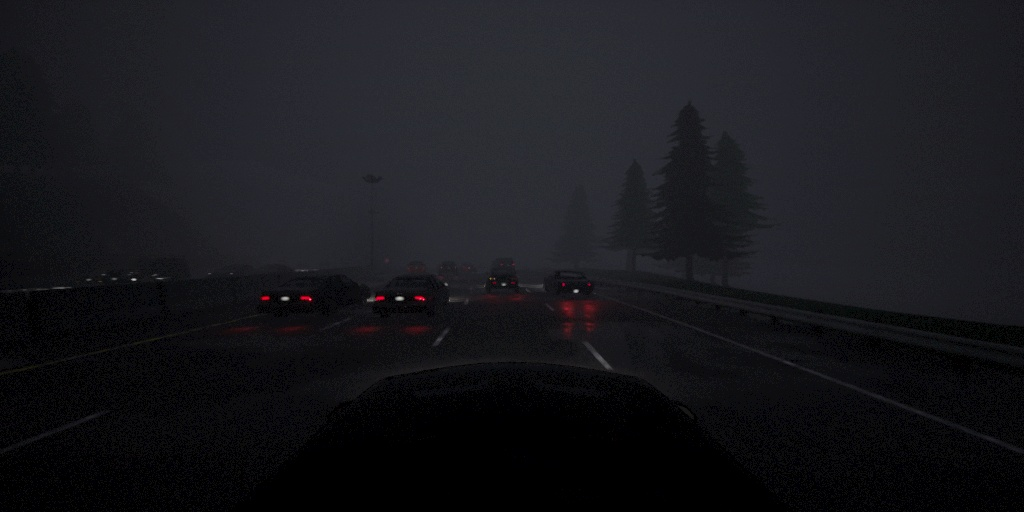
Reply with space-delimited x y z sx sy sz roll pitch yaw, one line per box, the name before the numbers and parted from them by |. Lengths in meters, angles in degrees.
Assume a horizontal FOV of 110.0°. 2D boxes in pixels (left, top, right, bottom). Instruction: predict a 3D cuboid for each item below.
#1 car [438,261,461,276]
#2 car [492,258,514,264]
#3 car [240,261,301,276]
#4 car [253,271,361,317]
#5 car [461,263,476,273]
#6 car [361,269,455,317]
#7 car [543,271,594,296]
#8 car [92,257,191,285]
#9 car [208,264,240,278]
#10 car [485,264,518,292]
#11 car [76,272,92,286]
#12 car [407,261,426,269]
car | -7.634 1.363 42.456 2.097 1.767 4.553 0 0 -14
car | -1.250 1.260 46.543 2.150 2.045 5.566 1 0 -15
car | -19.577 1.405 29.380 1.882 1.535 5.008 0 -1 -9
car | -7.071 1.373 13.480 2.033 1.411 5.357 0 0 -3
car | -6.462 1.633 51.360 1.994 1.385 4.181 0 0 -17
car | -3.570 1.373 13.497 2.033 1.411 5.357 0 0 -3
car | 3.001 1.469 20.094 1.895 1.301 4.718 0 0 -5
car | -26.094 1.124 25.902 2.150 2.045 5.566 0 0 -8
car | -23.244 1.437 30.127 1.837 1.490 4.892 0 0 -10
car | -0.680 1.408 22.279 1.812 1.442 4.674 0 0 -6
car | -29.820 1.475 26.968 1.994 1.385 4.181 0 0 -9
car | -11.319 1.363 42.534 2.097 1.767 4.553 0 0 -14
